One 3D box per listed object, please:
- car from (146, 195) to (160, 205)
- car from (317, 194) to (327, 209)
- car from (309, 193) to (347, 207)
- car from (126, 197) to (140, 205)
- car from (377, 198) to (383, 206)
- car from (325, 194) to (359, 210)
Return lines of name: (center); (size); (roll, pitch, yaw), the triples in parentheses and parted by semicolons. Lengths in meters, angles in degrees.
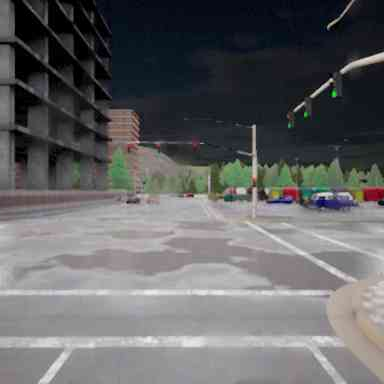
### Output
car: (-7.030, 1.368, 60.109); (2.097, 1.767, 4.553); (0, 0, 1)
car: (21.786, 1.433, 50.707); (3.905, 1.438, 1.784); (0, 0, 1)
car: (21.770, 1.223, 53.391); (4.605, 1.855, 1.932); (0, 0, 1)
car: (-10.524, 1.562, 59.854); (2.033, 1.411, 5.357); (0, 0, 1)
car: (37.001, 1.437, 61.645); (3.905, 1.438, 1.784); (0, 0, 1)
car: (21.748, 1.464, 47.812); (3.806, 1.475, 1.970); (0, 0, 1)
